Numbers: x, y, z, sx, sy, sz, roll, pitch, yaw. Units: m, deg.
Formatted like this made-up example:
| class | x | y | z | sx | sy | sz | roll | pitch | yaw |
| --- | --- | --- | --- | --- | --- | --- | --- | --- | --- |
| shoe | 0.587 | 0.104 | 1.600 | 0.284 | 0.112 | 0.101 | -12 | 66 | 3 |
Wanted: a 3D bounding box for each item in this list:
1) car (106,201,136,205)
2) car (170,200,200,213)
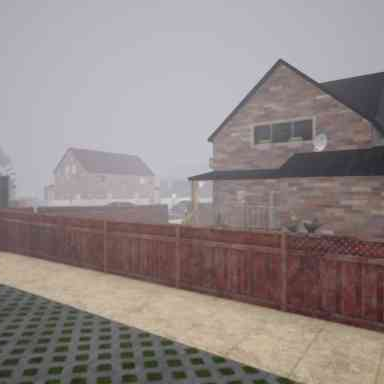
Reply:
| class | x | y | z | sx | sy | sz | roll | pitch | yaw |
| --- | --- | --- | --- | --- | --- | --- | --- | --- | --- |
| car | -6.964 | 1.638 | 30.965 | 1.837 | 1.490 | 4.892 | 0 | 0 | 35 |
| car | -0.618 | 1.706 | 39.847 | 1.837 | 1.490 | 4.892 | 0 | 0 | 35 |
